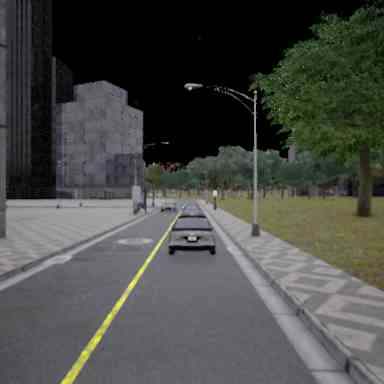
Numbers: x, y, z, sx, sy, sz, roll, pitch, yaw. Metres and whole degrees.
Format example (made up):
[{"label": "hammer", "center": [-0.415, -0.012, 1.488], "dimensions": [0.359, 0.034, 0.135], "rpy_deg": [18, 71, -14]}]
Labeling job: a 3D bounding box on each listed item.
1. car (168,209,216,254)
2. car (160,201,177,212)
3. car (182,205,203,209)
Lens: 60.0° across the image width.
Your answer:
[{"label": "car", "center": [0.010, 1.669, 13.988], "dimensions": [2.033, 1.411, 5.357], "rpy_deg": [0, 0, 0]}, {"label": "car", "center": [-2.977, 1.923, 43.486], "dimensions": [1.994, 1.385, 4.181], "rpy_deg": [0, 0, 0]}, {"label": "car", "center": [0.021, 1.813, 29.308], "dimensions": [1.994, 1.385, 4.181], "rpy_deg": [0, 0, 0]}]
